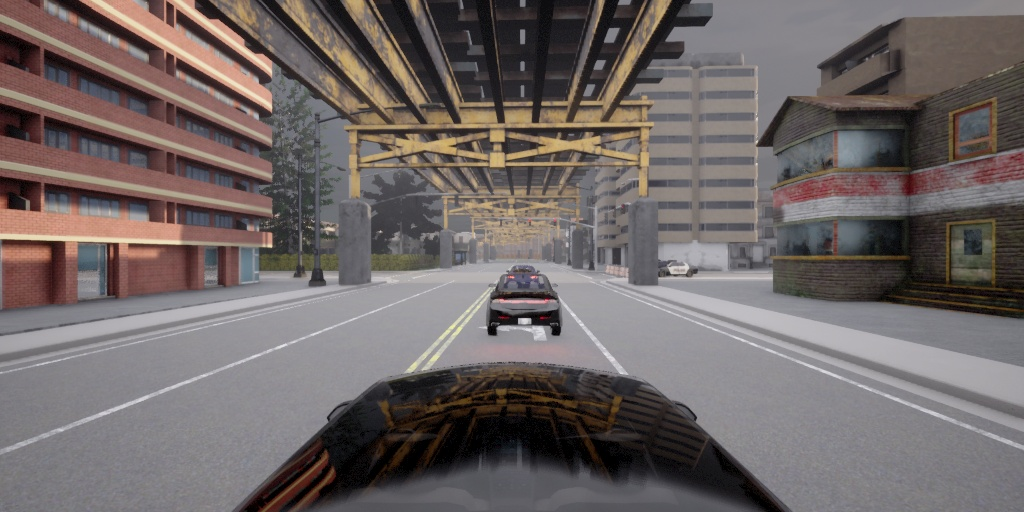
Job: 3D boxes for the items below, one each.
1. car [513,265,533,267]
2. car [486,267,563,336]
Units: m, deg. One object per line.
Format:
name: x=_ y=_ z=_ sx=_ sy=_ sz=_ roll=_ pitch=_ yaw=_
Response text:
car: x=0.627 y=1.240 z=20.656 sx=1.812 sy=1.442 sz=4.674 roll=0 pitch=0 yaw=2
car: x=0.328 y=1.232 z=10.388 sx=2.128 sy=1.511 sz=4.902 roll=0 pitch=0 yaw=1
